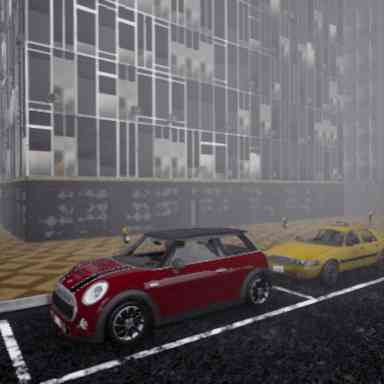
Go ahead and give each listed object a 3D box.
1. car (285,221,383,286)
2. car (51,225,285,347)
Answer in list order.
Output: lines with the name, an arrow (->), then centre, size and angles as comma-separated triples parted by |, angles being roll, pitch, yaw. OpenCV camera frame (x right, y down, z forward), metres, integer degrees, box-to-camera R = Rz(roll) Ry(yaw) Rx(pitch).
car -> 4.060, 1.540, 9.460 | 4.829, 1.417, 1.752 | 0, -1, -35
car -> -0.431, 1.445, 6.261 | 4.097, 1.590, 1.967 | 0, -1, -35
